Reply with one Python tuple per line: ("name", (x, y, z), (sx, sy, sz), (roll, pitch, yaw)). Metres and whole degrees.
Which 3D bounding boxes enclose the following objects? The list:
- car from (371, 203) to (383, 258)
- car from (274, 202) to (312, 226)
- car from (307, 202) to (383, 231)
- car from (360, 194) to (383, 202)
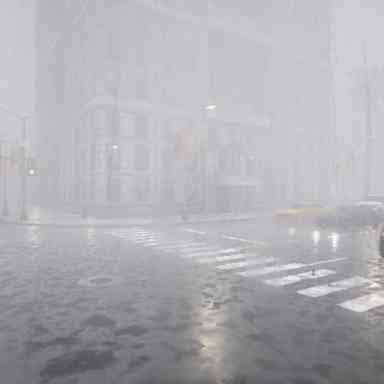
("car", (8.460, 1.340, 11.382), (4.553, 1.767, 2.097), (0, 0, -34))
("car", (8.038, 1.478, 23.843), (5.008, 1.535, 1.882), (0, 0, -34))
("car", (9.962, 1.547, 20.923), (5.357, 1.411, 2.033), (0, 0, -34))
("car", (16.526, 1.221, 29.460), (5.566, 2.045, 2.150), (0, 0, -33))
